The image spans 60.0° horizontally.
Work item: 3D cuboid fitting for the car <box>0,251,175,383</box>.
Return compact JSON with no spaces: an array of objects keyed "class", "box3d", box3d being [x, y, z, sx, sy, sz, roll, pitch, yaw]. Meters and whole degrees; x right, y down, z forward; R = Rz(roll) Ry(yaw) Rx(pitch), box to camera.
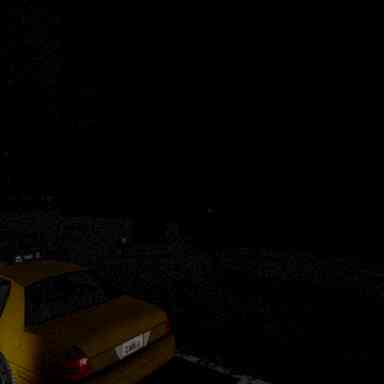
[{"class":"car","box3d":[-2.477,1.525,4.726,4.829,1.417,1.752,0,0,35]}]
